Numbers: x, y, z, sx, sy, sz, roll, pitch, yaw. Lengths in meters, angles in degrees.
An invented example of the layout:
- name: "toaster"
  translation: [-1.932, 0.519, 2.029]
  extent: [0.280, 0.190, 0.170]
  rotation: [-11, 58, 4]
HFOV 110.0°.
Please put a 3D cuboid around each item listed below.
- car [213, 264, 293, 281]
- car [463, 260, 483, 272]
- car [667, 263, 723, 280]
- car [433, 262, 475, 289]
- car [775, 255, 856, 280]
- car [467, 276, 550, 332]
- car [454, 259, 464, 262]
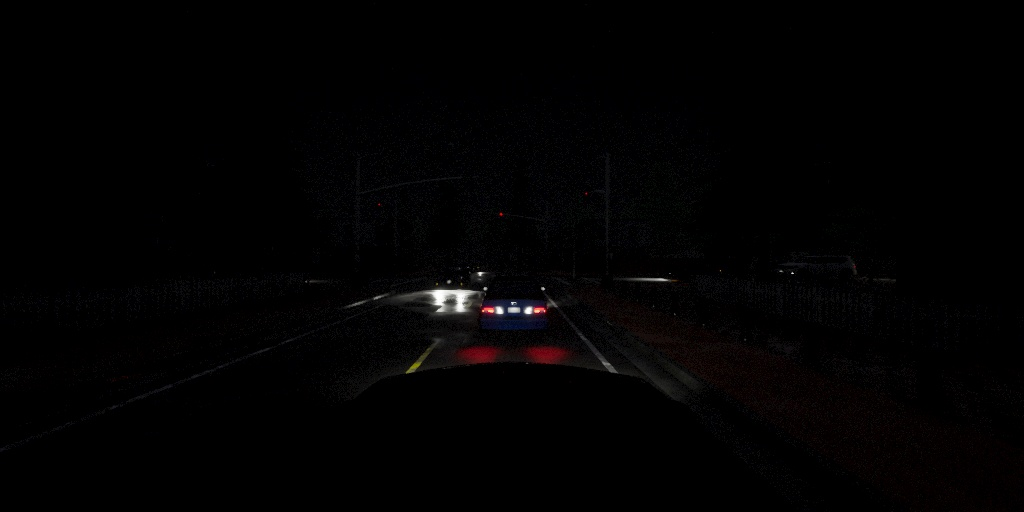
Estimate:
- name: "car"
  translation: [-19.834, 1.282, 27.549]
  extent: [5.357, 1.411, 2.033]
  rotation: [0, 0, 2]
- name: "car"
  translation: [-4.763, 1.217, 44.724]
  extent: [1.837, 1.490, 4.892]
  rotation: [0, 1, -6]
- name: "car"
  translation: [15.324, 1.299, 30.211]
  extent: [4.181, 1.385, 1.994]
  rotation: [0, 0, 2]
- name: "car"
  translation: [-3.705, 1.309, 22.915]
  extent: [1.994, 1.385, 4.181]
  rotation: [0, 0, -1]
- name: "car"
  translation: [25.268, 0.958, 29.912]
  extent: [5.566, 2.045, 2.150]
  rotation: [0, 0, 1]
- name: "car"
  translation: [0.065, 1.297, 10.800]
  extent: [2.033, 1.411, 5.357]
  rotation: [0, 0, 0]
- name: "car"
  translation: [-9.064, 1.263, 63.017]
  extent: [2.033, 1.411, 5.357]
  rotation: [0, 0, -22]
